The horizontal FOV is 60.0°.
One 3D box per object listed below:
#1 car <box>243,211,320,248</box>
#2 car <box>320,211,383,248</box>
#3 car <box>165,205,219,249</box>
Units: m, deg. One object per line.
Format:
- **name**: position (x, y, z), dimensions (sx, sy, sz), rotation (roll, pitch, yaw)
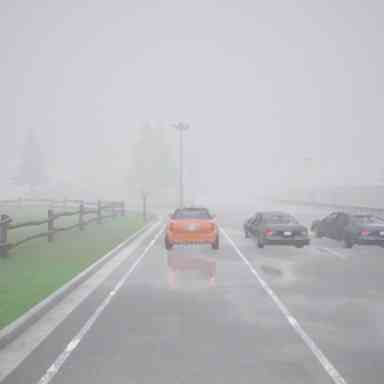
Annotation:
- **car**: position (3.500, 1.560, 14.669), dimensions (2.033, 1.411, 5.357), rotation (0, 0, 0)
- **car**: position (7.000, 1.560, 14.669), dimensions (2.033, 1.411, 5.357), rotation (0, 0, 0)
- **car**: position (0.000, 1.363, 14.639), dimensions (2.097, 1.767, 4.553), rotation (0, 0, 0)
